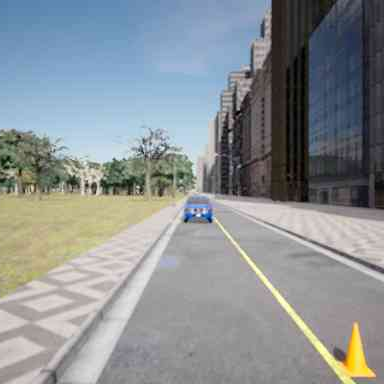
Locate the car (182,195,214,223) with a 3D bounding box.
[{"bbox_3d":[0.469,1.289,26.244,2.150,2.045,5.566,0,0,0],"label":"car"}]

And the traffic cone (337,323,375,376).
[{"bbox_3d":[2.093,1.976,4.260,0.340,0.580,0.340,0,0,0],"label":"traffic cone"}]
